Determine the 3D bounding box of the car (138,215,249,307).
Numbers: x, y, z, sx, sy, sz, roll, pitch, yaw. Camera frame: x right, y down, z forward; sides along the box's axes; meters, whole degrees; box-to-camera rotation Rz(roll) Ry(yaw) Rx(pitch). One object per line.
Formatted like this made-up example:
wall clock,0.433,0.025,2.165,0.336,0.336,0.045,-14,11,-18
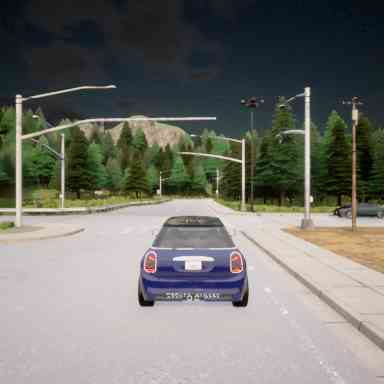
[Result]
car,0.042,1.349,8.150,2.097,1.767,4.553,0,0,0

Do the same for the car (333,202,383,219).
car,14.515,1.591,28.770,4.181,1.385,1.994,0,0,1
